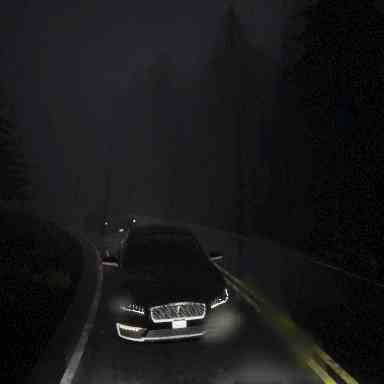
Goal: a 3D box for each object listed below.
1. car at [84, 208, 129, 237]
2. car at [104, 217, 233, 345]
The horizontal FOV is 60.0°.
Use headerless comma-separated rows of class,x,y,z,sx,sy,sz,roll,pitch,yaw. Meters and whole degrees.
car,-4.613,1.608,18.506,1.895,1.301,4.718,-3,1,-29
car,-0.638,1.494,6.766,1.837,1.490,4.892,-1,0,-11
